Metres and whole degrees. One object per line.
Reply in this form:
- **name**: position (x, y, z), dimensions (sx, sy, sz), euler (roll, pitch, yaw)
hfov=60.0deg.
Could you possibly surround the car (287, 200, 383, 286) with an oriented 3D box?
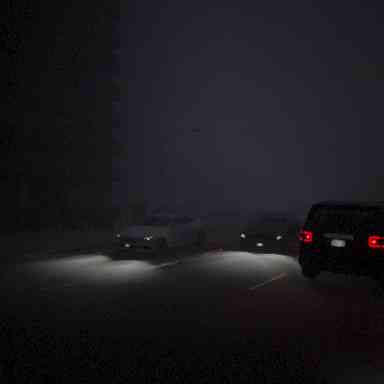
- **car**: position (4.867, 1.256, 9.699), dimensions (2.150, 2.045, 5.566), euler (0, 0, 36)

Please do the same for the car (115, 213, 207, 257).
- **car**: position (-1.038, 1.613, 13.741), dimensions (1.812, 1.442, 4.674), euler (0, 0, 33)

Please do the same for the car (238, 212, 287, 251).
- **car**: position (3.728, 1.619, 14.998), dimensions (2.033, 1.411, 5.357), euler (0, 0, 26)

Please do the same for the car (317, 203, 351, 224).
- **car**: position (11.287, 1.665, 26.732), dimensions (1.994, 1.385, 4.181), euler (0, 0, 15)
